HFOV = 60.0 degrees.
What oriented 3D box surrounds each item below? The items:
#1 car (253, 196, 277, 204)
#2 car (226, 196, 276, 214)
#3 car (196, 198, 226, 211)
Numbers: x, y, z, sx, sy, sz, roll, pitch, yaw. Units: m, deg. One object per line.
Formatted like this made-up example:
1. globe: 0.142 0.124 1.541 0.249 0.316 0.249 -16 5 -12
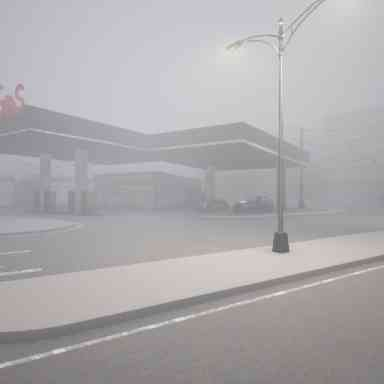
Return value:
1. car: 14.019 1.526 64.110 1.812 1.442 4.674 0 0 -36
2. car: 6.278 1.295 34.134 4.611 1.667 2.242 0 0 -35
3. car: 2.359 1.456 38.403 3.806 1.475 1.970 0 0 -35
